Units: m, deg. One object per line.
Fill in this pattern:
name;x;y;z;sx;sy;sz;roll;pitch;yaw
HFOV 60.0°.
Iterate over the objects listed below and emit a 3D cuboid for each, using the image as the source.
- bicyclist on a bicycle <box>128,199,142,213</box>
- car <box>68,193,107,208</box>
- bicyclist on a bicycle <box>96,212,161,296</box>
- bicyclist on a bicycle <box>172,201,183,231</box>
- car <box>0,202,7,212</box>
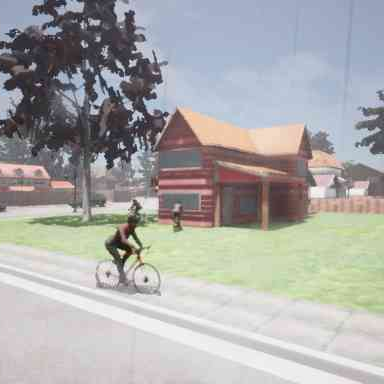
bicyclist on a bicycle;-3.719;1.286;21.714;1.656;1.620;0.582;-3;-17;32
car;-14.767;1.222;47.368;2.150;2.045;5.566;0;0;35
bicyclist on a bicycle;-1.370;1.317;6.969;1.656;1.620;0.582;0;0;25
bicyclist on a bicycle;-0.786;1.312;18.119;0.582;1.620;1.656;0;-2;13
car;-22.545;1.565;36.258;1.994;1.385;4.181;0;0;35
